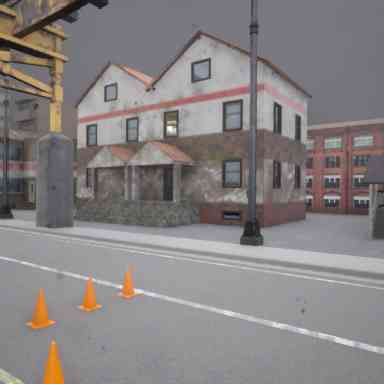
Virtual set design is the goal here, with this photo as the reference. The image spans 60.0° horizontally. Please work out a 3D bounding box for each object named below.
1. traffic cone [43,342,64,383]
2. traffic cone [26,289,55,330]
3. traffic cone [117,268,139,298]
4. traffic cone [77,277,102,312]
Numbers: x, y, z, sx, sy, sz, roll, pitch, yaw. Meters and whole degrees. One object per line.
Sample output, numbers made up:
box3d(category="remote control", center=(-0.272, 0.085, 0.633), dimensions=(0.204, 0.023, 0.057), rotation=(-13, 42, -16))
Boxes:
box3d(category="traffic cone", center=(-1.526, 1.952, 3.660), dimensions=(0.340, 0.580, 0.340), rotation=(0, 0, 36))
box3d(category="traffic cone", center=(-2.563, 1.949, 5.641), dimensions=(0.340, 0.580, 0.340), rotation=(0, 0, 36))
box3d(category="traffic cone", center=(-1.393, 1.949, 7.263), dimensions=(0.340, 0.580, 0.340), rotation=(0, 0, 36))
box3d(category="traffic cone", center=(-1.978, 1.949, 6.452), dimensions=(0.340, 0.580, 0.340), rotation=(0, 0, 36))
